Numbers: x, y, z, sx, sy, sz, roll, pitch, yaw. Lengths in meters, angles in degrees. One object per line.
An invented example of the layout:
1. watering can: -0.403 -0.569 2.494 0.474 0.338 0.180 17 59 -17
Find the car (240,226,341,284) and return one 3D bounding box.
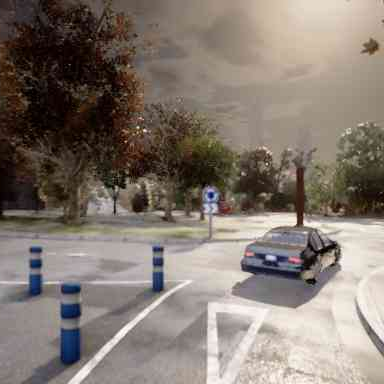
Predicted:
1. car: 3.354 1.803 10.555 2.033 1.411 5.357 1 -1 33

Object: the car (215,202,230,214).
1. car: 4.381 2.954 62.423 5.566 2.045 2.150 0 0 29

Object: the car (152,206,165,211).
1. car: -8.338 4.391 87.494 2.097 1.767 4.553 0 -4 -16

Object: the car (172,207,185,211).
1. car: -4.486 4.929 94.061 4.892 1.521 2.231 0 -4 -16
